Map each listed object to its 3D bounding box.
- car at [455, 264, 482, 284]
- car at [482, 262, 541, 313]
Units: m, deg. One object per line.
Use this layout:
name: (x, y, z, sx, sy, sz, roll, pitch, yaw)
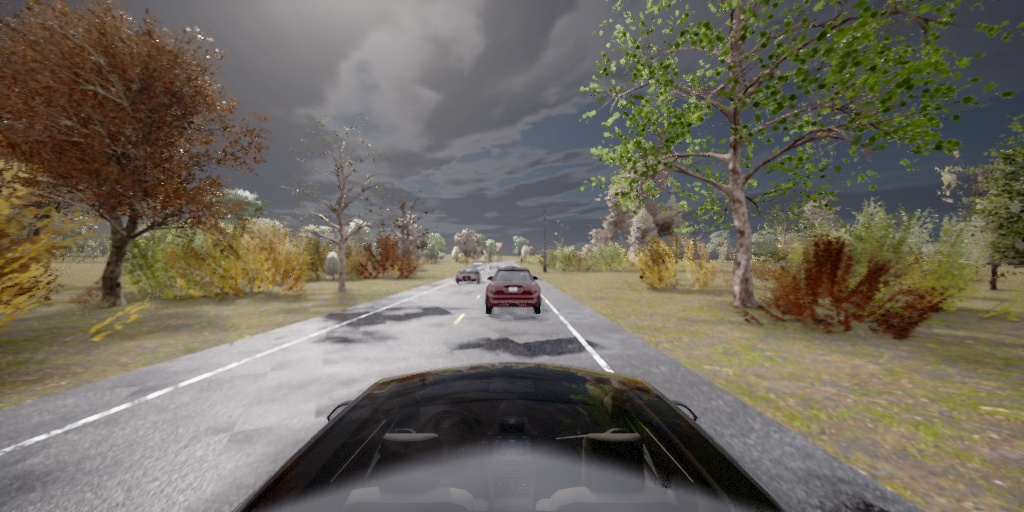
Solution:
car: (-3.765, 1.696, 31.623, 1.994, 1.385, 4.181, 0, -1, -1)
car: (0.039, 1.274, 15.142, 2.097, 1.767, 4.553, 0, -1, 0)
